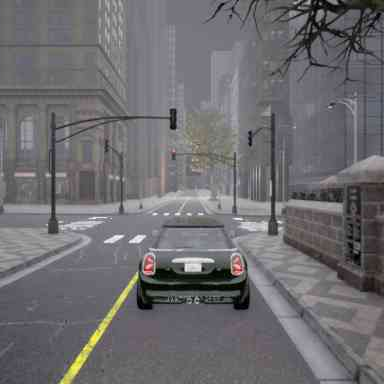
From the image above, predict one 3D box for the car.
[{"bbox_3d":[0.034,1.351,7.997,2.097,1.767,4.553,0,0,0],"label":"car"}]
